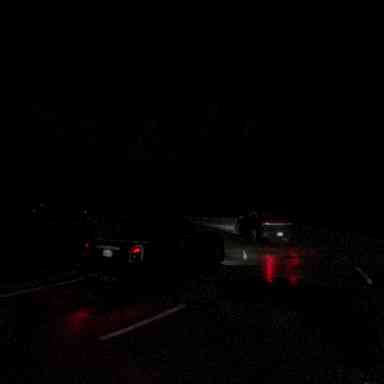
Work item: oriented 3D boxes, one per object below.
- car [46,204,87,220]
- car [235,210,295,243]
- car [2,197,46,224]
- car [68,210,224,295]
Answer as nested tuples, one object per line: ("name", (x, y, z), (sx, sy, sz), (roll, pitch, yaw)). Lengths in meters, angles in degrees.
("car", (-11.416, 1.774, 29.315), (4.181, 1.385, 1.994), (0, -1, -1))
("car", (3.647, 1.681, 17.284), (2.128, 1.511, 4.902), (1, -1, -7))
("car", (-13.984, 1.508, 25.343), (4.553, 1.767, 2.097), (0, 0, -11))
("car", (-0.835, 1.437, 9.373), (2.097, 1.767, 4.553), (0, -1, 31))
